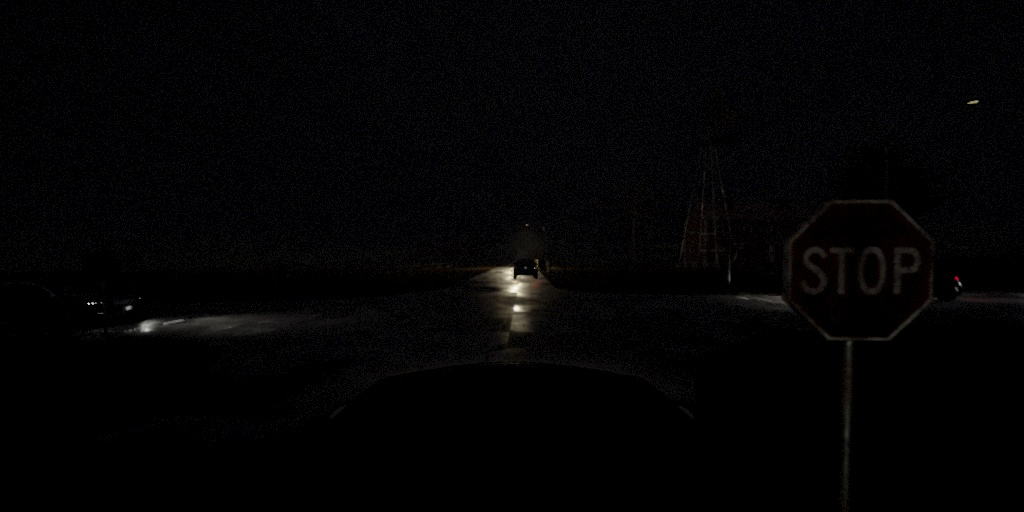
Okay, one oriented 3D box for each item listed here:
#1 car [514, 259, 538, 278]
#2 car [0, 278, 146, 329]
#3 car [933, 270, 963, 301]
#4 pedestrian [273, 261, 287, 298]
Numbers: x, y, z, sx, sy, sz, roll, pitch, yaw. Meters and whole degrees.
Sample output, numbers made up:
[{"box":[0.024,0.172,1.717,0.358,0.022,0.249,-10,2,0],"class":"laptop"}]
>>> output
[{"box":[1.233,1.044,32.690,2.097,1.767,4.553,0,0,2],"class":"car"},{"box":[-15.145,1.508,11.954,4.902,1.511,2.128,-1,1,2],"class":"car"},{"box":[14.248,0.943,13.766,4.181,1.385,1.994,-1,1,2],"class":"car"},{"box":[-11.529,1.139,17.787,0.375,1.860,0.375,0,2,2],"class":"pedestrian"}]
